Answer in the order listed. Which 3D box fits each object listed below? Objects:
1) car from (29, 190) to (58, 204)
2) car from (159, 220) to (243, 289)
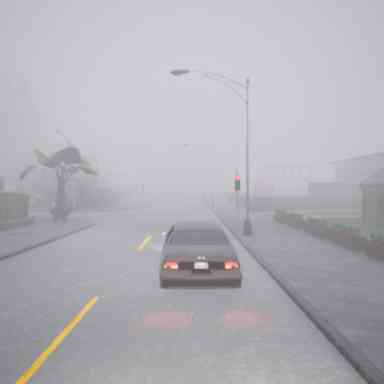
[{"bbox_3d":[-19.738,0.641,43.974,1.905,1.878,3.866,0,1,35],"label":"car"},{"bbox_3d":[0.118,1.476,9.055,2.033,1.411,5.357,0,0,-2],"label":"car"}]
